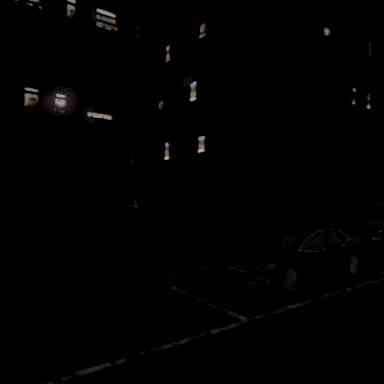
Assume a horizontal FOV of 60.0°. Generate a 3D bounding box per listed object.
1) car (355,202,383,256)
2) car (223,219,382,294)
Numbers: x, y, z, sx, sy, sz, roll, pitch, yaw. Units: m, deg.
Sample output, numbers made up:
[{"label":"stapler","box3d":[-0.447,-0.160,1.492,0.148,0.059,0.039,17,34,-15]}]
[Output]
[{"label":"car","box3d":[7.307,1.308,11.913,5.009,1.841,2.192,0,1,-35]},{"label":"car","box3d":[2.772,1.547,8.683,4.403,1.369,2.008,0,1,-35]}]
